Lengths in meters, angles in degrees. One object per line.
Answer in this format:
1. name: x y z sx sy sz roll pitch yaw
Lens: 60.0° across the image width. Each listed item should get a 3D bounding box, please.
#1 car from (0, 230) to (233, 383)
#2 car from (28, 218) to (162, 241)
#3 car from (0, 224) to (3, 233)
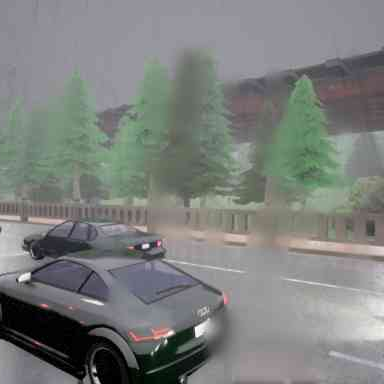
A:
1. car: -1.499 1.564 5.068 4.181 1.385 1.994 0 0 35
2. car: -3.312 1.547 10.671 5.357 1.411 2.033 0 0 36
3. car: -11.461 1.547 16.486 5.357 1.411 2.033 0 0 36
